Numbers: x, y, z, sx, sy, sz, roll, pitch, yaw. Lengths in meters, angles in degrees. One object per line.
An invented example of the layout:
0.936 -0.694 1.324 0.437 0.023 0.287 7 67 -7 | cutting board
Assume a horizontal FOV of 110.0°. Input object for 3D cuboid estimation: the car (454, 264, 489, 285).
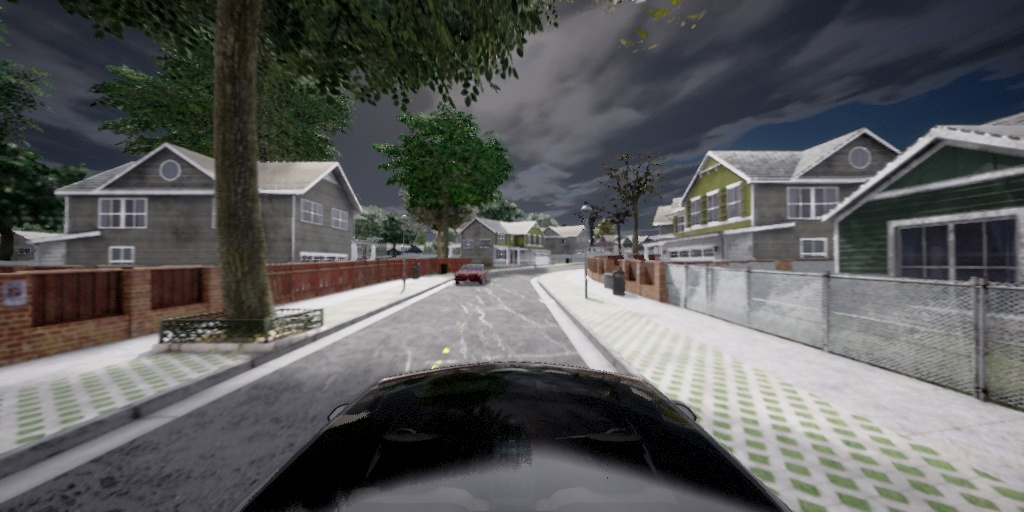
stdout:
-2.764 1.262 25.083 1.895 1.301 4.718 0 0 2 | car
